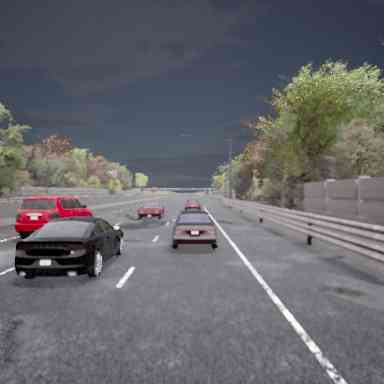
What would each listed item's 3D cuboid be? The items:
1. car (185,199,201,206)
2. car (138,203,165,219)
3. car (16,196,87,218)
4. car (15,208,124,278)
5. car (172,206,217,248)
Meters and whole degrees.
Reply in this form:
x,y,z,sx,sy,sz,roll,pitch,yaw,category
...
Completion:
x,y,z,sx,sy,sz,roll,pitch,yaw,category
0.119,1.589,42.350,1.994,1.385,4.181,0,0,0,car
-3.385,1.613,28.689,1.895,1.301,4.718,0,0,0,car
-6.895,1.227,17.218,2.150,2.045,5.566,0,0,0,car
-3.393,1.480,10.169,1.882,1.535,5.008,0,0,0,car
0.107,1.552,14.829,2.033,1.411,5.357,0,0,0,car
